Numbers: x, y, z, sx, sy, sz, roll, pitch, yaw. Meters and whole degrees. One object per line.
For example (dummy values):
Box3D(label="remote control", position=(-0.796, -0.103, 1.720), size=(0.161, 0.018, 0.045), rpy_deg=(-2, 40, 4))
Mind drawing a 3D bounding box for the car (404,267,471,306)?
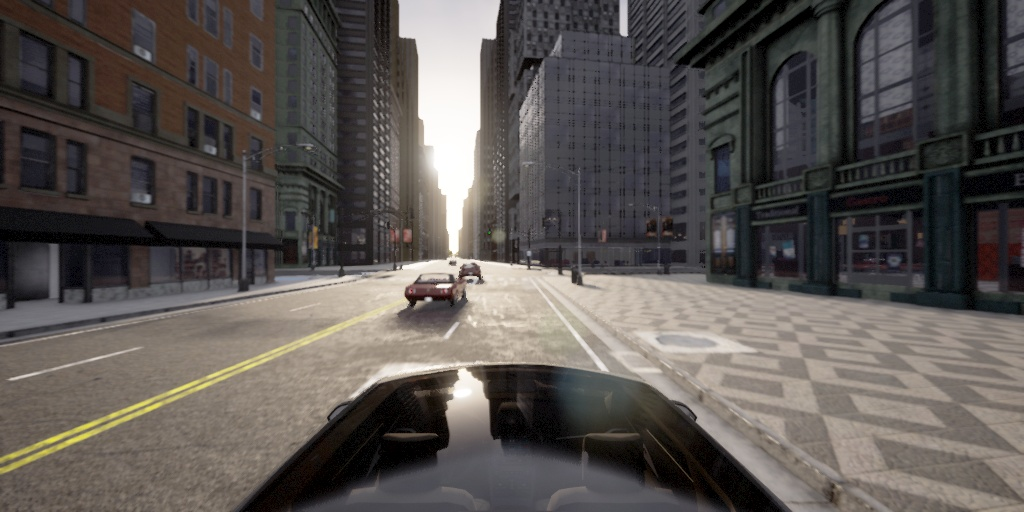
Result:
Box3D(label="car", position=(-3.155, 1.357, 15.783), size=(1.895, 1.301, 4.718), rpy_deg=(0, 0, 0))

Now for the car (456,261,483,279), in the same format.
Box3D(label="car", position=(-3.808, 1.287, 31.916), size=(1.812, 1.442, 4.674), rpy_deg=(0, 0, -10))

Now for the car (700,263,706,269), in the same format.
Box3D(label="car", position=(30.634, 1.289, 53.989), size=(4.181, 1.385, 1.994), rpy_deg=(0, 0, -9))
